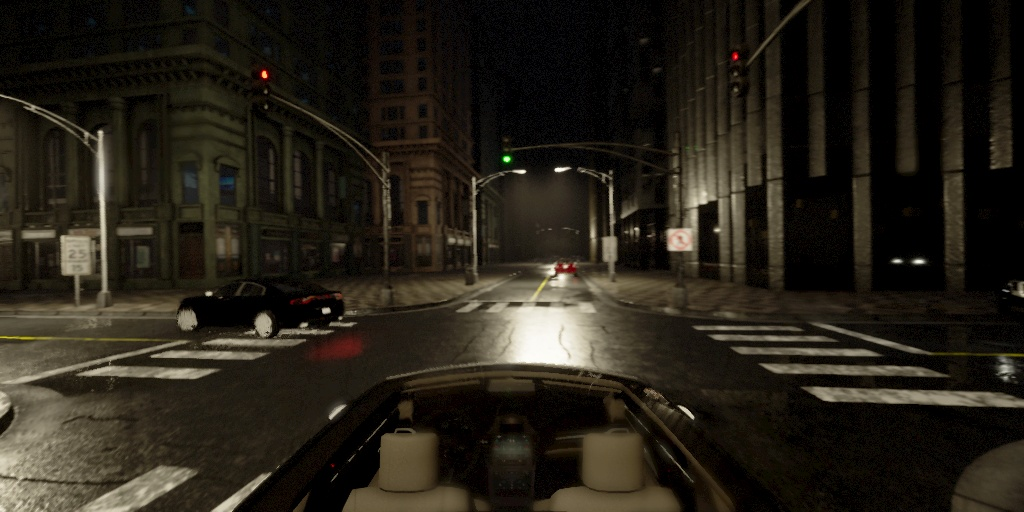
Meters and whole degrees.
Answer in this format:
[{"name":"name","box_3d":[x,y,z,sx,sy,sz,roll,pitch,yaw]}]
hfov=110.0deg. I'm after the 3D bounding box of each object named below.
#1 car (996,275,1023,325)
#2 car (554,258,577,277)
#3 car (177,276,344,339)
[{"name":"car","box_3d":[14.207,0.683,7.436,5.566,2.045,2.150,-1,0,8]},{"name":"car","box_3d":[5.204,1.010,34.913,2.097,1.767,4.553,-1,0,8]},{"name":"car","box_3d":[-7.274,1.347,10.364,5.008,1.535,1.882,-1,-1,20]}]
